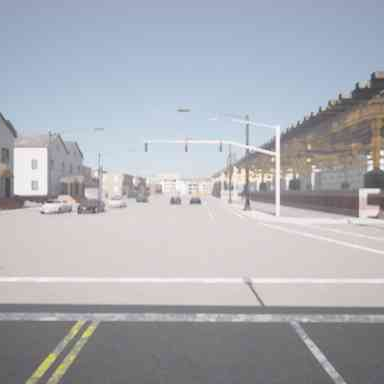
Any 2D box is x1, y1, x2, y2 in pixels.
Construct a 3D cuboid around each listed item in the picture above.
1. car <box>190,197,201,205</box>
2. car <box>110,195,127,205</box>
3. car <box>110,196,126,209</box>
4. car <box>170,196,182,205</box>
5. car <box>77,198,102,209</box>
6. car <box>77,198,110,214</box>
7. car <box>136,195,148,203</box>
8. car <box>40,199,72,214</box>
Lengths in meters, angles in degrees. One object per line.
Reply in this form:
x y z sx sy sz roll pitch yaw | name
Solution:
0.638 1.501 59.272 1.994 1.385 4.181 0 0 1 | car
-13.392 1.438 60.623 1.837 1.490 4.892 0 1 2 | car
-10.247 1.477 45.585 1.812 1.442 4.674 0 0 1 | car
-2.862 1.428 59.347 2.128 1.511 4.902 0 0 1 | car
-13.765 1.515 44.913 1.994 1.385 4.181 0 0 1 | car
-10.489 1.468 34.890 1.837 1.490 4.892 0 0 1 | car
-9.758 1.408 65.139 1.882 1.535 5.008 0 0 2 | car
-13.997 1.489 34.593 1.812 1.442 4.674 0 0 1 | car
